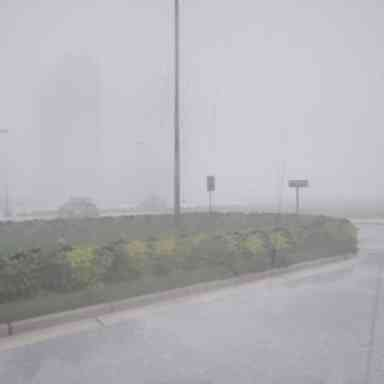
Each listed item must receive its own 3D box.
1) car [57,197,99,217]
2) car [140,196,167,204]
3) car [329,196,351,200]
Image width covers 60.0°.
[{"bbox_3d":[-8.703,1.286,25.258,1.932,1.855,4.605,0,0,-36],"label":"car"},{"bbox_3d":[-5.113,1.410,44.212,2.242,1.667,4.611,0,0,-36],"label":"car"},{"bbox_3d":[25.216,1.388,57.537,1.994,1.385,4.181,0,0,-35],"label":"car"}]
